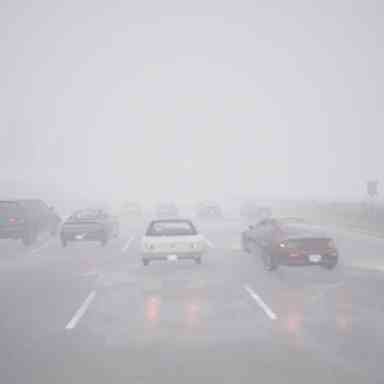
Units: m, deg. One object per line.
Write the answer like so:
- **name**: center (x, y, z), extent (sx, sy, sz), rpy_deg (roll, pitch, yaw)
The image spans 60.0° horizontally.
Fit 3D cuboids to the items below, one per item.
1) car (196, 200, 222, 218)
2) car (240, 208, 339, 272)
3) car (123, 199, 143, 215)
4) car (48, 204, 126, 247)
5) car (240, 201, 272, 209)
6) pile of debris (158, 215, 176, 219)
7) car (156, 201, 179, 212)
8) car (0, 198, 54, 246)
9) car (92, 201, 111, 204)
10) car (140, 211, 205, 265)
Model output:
- **car**: center (1.397, 1.461, 28.862), extent (1.812, 1.442, 4.674), rpy_deg (-1, 0, -5)
- **car**: center (2.884, 1.473, 10.564), extent (1.812, 1.442, 4.674), rpy_deg (-1, 0, -4)
- **car**: center (-6.040, 1.497, 33.874), extent (1.882, 1.535, 5.008), rpy_deg (-1, 0, -5)
- **car**: center (-4.526, 1.522, 15.231), extent (2.128, 1.511, 4.902), rpy_deg (-1, 0, -4)
- **car**: center (5.098, 1.419, 26.568), extent (1.812, 1.442, 4.674), rpy_deg (-1, 0, -5)
- **pile of debris**: center (-2.219, 2.156, 29.007), extent (1.500, 0.140, 1.860), rpy_deg (-1, 0, -5)
- **car**: center (-2.274, 1.538, 30.742), extent (1.994, 1.385, 4.181), rpy_deg (-1, 0, -5)
- **car**: center (-8.070, 1.295, 15.815), extent (2.150, 2.045, 5.566), rpy_deg (-1, 0, -5)
- **car**: center (-9.669, 1.626, 35.312), extent (1.994, 1.385, 4.181), rpy_deg (-1, 0, -5)
- **car**: center (-0.729, 1.591, 11.751), extent (1.895, 1.301, 4.718), rpy_deg (-1, 0, -4)
